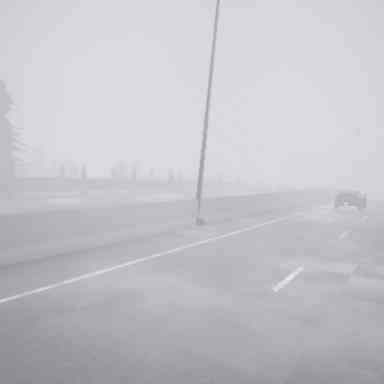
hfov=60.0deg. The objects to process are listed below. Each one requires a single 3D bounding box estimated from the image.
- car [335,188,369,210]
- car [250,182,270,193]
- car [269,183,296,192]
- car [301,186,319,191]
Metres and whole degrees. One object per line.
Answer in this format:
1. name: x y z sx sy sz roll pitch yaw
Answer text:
1. car: 12.473 0.499 26.003 1.837 1.490 4.892 4 4 33
2. car: 10.002 -0.631 47.959 2.128 1.511 4.902 4 2 34
3. car: 13.058 -0.433 46.244 2.128 1.511 4.902 4 2 34
4. car: 15.974 -0.167 44.328 1.994 1.385 4.181 4 2 34
